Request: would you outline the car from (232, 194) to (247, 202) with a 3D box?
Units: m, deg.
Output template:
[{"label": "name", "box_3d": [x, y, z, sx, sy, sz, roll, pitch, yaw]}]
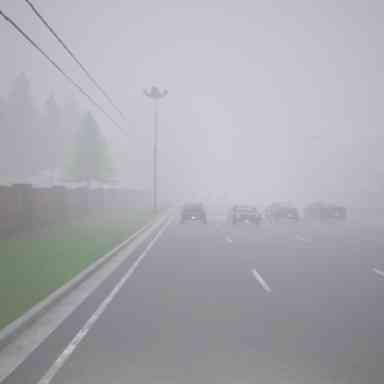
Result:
[{"label": "car", "box_3d": [10.534, 1.583, 74.890, 1.895, 1.301, 4.718, 0, 0, 0]}]

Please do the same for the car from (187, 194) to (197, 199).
[{"label": "car", "box_3d": [0.033, 1.342, 74.802, 2.097, 1.767, 4.553, 0, 0, 0]}]

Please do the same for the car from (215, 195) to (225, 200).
[{"label": "car", "box_3d": [7.038, 1.367, 84.865, 2.033, 1.411, 5.357, 0, 0, 0]}]

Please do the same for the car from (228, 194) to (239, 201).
[{"label": "car", "box_3d": [10.538, 1.353, 84.864, 2.128, 1.511, 4.902, 0, 0, 0]}]

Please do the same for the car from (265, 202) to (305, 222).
[{"label": "car", "box_3d": [7.098, 1.524, 26.425, 1.812, 1.442, 4.674, 0, 0, 0]}]

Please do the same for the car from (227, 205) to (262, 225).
[{"label": "car", "box_3d": [3.611, 1.599, 23.875, 1.895, 1.301, 4.718, 0, 0, 0]}]

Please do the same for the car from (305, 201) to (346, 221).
[{"label": "car", "box_3d": [10.612, 1.476, 26.896, 1.882, 1.535, 5.008, 0, 0, 0]}]

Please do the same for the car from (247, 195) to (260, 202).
[{"label": "car", "box_3d": [14.033, 1.488, 74.442, 1.837, 1.490, 4.892, 0, 0, 0]}]

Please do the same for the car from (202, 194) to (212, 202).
[{"label": "car", "box_3d": [3.533, 1.487, 74.447, 1.837, 1.490, 4.892, 0, 0, 0]}]

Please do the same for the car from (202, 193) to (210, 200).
[{"label": "car", "box_3d": [3.538, 1.183, 84.837, 2.097, 1.767, 4.553, 0, 0, 0]}]

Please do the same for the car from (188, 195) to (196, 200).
[{"label": "car", "box_3d": [0.038, 1.380, 84.868, 1.994, 1.385, 4.181, 0, 0, 0]}]

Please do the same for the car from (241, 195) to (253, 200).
[{"label": "car", "box_3d": [14.038, 1.368, 84.862, 2.033, 1.411, 5.357, 0, 0, 0]}]

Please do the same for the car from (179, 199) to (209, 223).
[{"label": "car", "box_3d": [0.112, 1.503, 25.344, 1.837, 1.490, 4.892, 0, 0, 0]}]

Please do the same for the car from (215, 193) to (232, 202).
[{"label": "car", "box_3d": [7.033, 1.213, 74.475, 2.150, 2.045, 5.566, 0, 0, 0]}]
